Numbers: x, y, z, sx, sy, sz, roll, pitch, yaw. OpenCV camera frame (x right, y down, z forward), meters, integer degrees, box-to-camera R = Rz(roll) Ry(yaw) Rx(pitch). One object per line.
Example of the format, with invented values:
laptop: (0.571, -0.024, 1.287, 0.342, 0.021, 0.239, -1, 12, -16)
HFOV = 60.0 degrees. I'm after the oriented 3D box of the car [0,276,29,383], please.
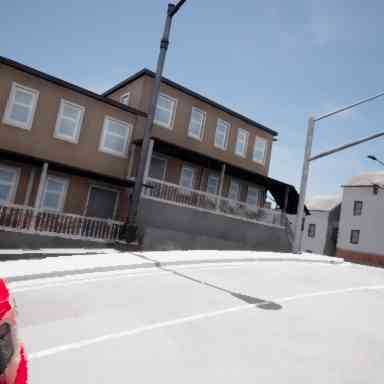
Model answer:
car: (-3.740, 1.215, 1.316, 5.566, 2.045, 2.150, -1, 1, -36)
